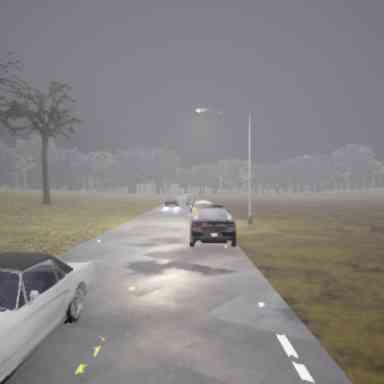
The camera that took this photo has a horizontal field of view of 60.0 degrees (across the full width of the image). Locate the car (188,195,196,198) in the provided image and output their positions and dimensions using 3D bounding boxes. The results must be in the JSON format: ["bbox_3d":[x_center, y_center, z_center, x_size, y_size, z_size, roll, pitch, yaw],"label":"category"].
[{"bbox_3d":[0.823,1.328,30.764,1.882,1.535,5.008,0,0,0],"label":"car"}]

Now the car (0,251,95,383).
[{"bbox_3d":[-2.850,1.583,4.341,1.895,1.301,4.718,0,0,0],"label":"car"}]

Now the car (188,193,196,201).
[{"bbox_3d":[-0.005,0.994,69.917,1.812,1.442,4.674,0,1,0],"label":"car"}]

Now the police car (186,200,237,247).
[{"bbox_3d":[0.824,1.360,14.873,1.930,1.638,5.238,0,0,0],"label":"police car"}]

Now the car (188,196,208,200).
[{"bbox_3d":[0.824,1.337,24.953,1.801,1.575,5.366,0,0,0],"label":"car"}]

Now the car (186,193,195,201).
[{"bbox_3d":[-0.001,1.278,49.332,2.033,1.411,5.357,0,0,0],"label":"car"}]

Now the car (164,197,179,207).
[{"bbox_3d":[-2.833,1.351,46.499,1.895,1.301,4.718,0,0,0],"label":"car"}]
